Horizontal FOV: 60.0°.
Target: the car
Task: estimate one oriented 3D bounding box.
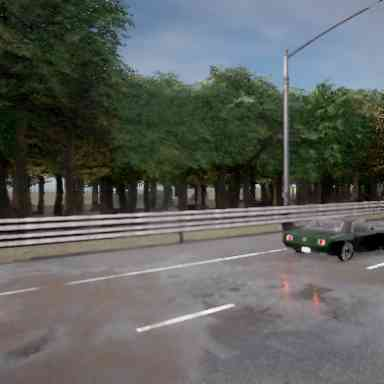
[{"bbox_3d":[5.504,1.565,12.011,4.718,1.301,1.895,0,0,-35],"label":"car"}]
